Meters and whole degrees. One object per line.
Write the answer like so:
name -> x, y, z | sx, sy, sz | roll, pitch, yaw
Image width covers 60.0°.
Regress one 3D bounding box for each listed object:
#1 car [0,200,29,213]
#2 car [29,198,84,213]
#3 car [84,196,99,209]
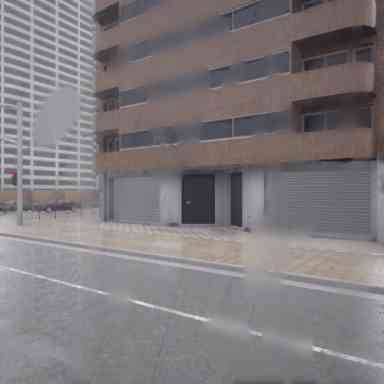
car -> -19.538, 1.547, 37.414 | 2.033, 1.411, 5.357 | 0, 0, 35
car -> -15.167, 1.477, 37.575 | 1.882, 1.535, 5.008 | 0, 0, 35
car -> -13.844, 1.564, 45.615 | 1.994, 1.385, 4.181 | 0, 0, 35
